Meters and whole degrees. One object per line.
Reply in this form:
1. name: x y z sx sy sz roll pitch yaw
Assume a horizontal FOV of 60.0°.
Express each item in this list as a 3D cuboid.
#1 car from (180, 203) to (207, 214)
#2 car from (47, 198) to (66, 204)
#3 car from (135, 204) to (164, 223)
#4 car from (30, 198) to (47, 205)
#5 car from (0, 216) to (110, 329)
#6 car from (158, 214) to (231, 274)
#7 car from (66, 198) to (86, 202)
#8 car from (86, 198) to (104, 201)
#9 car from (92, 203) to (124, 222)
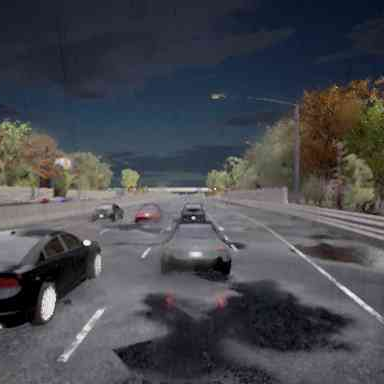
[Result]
1. car: 0.107 1.639 26.659 1.837 1.490 4.892 0 0 0
2. car: -24.488 1.820 61.666 1.882 1.535 5.008 0 0 0
3. car: -3.392 1.701 27.224 1.994 1.385 4.181 0 0 0
4. car: -27.984 1.819 61.512 1.882 1.535 5.008 0 0 0
5. car: -3.401 1.512 7.152 1.882 1.535 5.008 0 0 0
6. car: 0.102 1.616 10.710 1.994 1.385 4.181 0 0 0
7. car: -20.994 1.844 61.888 2.128 1.511 4.902 0 0 0
8. car: -17.500 1.844 61.878 2.128 1.511 4.902 0 0 0
9. car: -6.892 1.665 27.615 1.812 1.442 4.674 0 0 0
